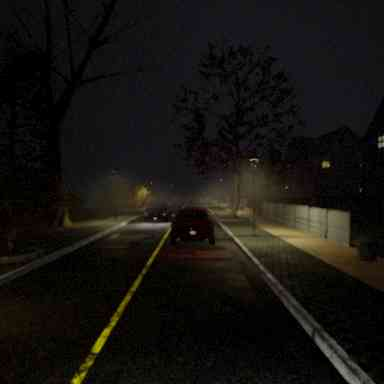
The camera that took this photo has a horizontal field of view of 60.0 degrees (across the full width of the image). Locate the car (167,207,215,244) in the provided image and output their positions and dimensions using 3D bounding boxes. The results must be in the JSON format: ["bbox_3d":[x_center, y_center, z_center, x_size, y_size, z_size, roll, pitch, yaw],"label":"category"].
[{"bbox_3d":[0.038,1.486,15.883,1.882,1.535,5.008,0,0,0],"label":"car"}]

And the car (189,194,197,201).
[{"bbox_3d":[0.229,1.359,88.239,2.097,1.767,4.553,0,0,0],"label":"car"}]

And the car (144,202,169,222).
[{"bbox_3d":[-2.686,1.559,27.046,2.033,1.411,5.357,0,0,0],"label":"car"}]

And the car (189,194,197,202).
[{"bbox_3d":[0.202,1.567,77.816,1.882,1.535,5.008,0,0,0],"label":"car"}]
